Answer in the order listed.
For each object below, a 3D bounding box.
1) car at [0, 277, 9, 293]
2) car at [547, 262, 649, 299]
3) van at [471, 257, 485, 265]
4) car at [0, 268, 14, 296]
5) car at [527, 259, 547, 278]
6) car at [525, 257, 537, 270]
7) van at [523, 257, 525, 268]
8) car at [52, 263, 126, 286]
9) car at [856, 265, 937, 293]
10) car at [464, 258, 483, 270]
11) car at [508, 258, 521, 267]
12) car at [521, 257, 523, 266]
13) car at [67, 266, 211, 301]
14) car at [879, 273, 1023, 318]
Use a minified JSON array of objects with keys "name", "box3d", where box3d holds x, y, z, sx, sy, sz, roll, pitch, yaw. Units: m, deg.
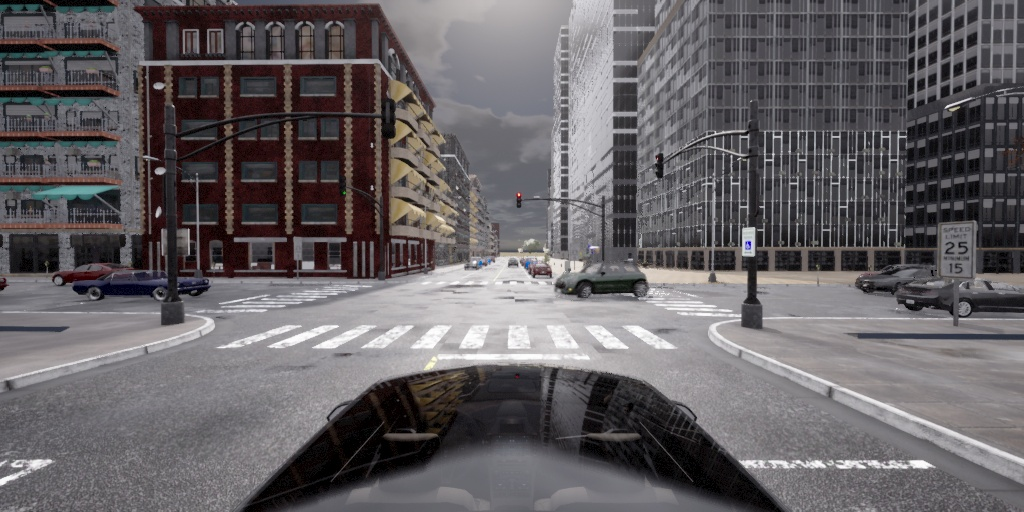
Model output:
[{"name":"car","box3d":[-22.597,1.259,13.704,4.507,1.381,1.888,0,0,1]},{"name":"car","box3d":[4.377,1.097,17.801,4.553,1.767,2.097,0,0,-17]},{"name":"van","box3d":[-5.572,1.033,55.983,1.690,1.789,3.998,0,0,0]},{"name":"car","box3d":[-26.522,1.254,16.475,4.718,1.301,1.895,0,1,1]},{"name":"car","box3d":[2.727,1.270,33.414,1.888,1.381,4.507,0,0,0]},{"name":"car","box3d":[2.739,1.157,39.060,1.967,1.591,4.097,0,0,0]},{"name":"van","box3d":[2.765,1.042,50.352,1.690,1.789,3.998,0,0,0]},{"name":"car","box3d":[-25.811,1.109,22.368,4.507,1.381,1.888,0,0,1]},{"name":"car","box3d":[21.102,1.328,18.913,4.892,1.490,1.837,1,1,1]},{"name":"car","box3d":[-5.584,1.267,50.337,1.948,1.339,4.313,0,0,0]},{"name":"car","box3d":[0.238,1.279,64.056,1.895,1.301,4.718,0,0,0]},{"name":"car","box3d":[2.777,1.238,55.998,1.888,1.381,4.507,0,0,0]},{"name":"car","box3d":[-16.643,1.299,16.315,4.718,1.301,1.895,0,1,1]},{"name":"car","box3d":[16.740,1.445,13.076,4.403,1.370,2.007,0,0,1]}]
